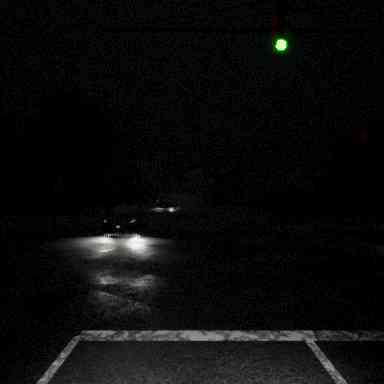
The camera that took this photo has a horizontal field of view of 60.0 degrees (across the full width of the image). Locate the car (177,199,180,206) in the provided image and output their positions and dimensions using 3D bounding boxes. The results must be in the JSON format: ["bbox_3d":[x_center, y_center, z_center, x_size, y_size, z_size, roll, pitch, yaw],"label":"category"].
[{"bbox_3d":[-3.500,2.185,70.067,1.837,1.490,4.892,0,-2,0],"label":"car"}]

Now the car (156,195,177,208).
[{"bbox_3d":[-3.500,1.190,43.867,2.097,1.767,4.553,0,-2,0],"label":"car"}]

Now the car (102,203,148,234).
[{"bbox_3d":[-3.500,1.348,18.054,1.812,1.442,4.674,0,1,0],"label":"car"}]
